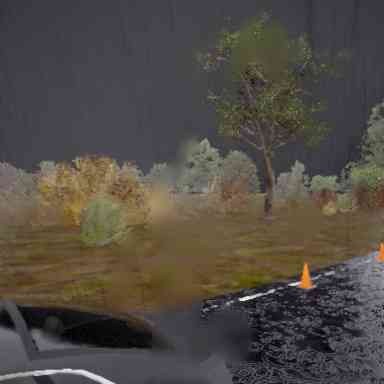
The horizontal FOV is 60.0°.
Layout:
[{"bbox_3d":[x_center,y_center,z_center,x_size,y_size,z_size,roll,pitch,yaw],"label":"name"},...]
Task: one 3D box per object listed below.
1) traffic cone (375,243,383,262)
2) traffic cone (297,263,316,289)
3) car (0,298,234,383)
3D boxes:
[{"bbox_3d":[6.498,2.054,11.346,0.340,0.580,0.340,0,-1,-42],"label":"traffic cone"},{"bbox_3d":[2.795,2.026,8.148,0.340,0.580,0.340,0,-1,-40],"label":"traffic cone"},{"bbox_3d":[-1.869,1.519,1.582,4.892,1.490,1.837,0,0,-37],"label":"car"}]
